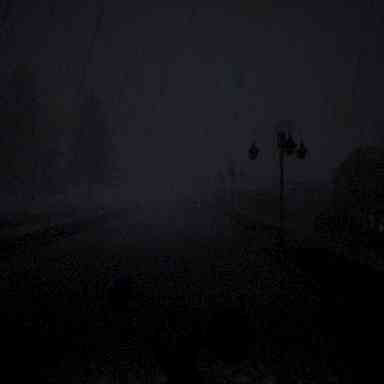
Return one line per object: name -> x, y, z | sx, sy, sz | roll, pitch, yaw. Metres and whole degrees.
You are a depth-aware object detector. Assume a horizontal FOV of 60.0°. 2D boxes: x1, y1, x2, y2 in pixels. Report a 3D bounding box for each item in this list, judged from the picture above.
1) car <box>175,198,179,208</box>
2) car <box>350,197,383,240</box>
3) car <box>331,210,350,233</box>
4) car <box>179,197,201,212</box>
car -> -1.350, 1.513, 49.276 | 1.812, 1.442, 4.674 | 0, 0, -12
car -> 9.406, 1.182, 13.724 | 4.605, 1.855, 1.932 | 0, 0, 0
car -> 9.024, 1.183, 16.240 | 3.866, 1.878, 1.905 | 0, 0, 0
car -> -0.059, 1.539, 38.465 | 2.033, 1.411, 5.357 | 0, 0, -6
